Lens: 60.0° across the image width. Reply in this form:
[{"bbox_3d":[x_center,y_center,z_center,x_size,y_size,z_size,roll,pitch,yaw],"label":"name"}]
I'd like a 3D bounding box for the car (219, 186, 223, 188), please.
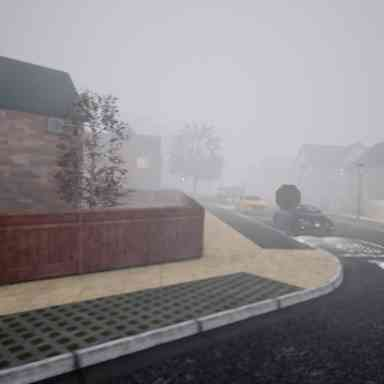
[{"bbox_3d":[5.671,0.034,59.558,2.150,2.045,5.566,2,1,-5],"label":"car"}]

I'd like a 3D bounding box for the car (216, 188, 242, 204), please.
[{"bbox_3d":[4.159,0.667,40.320,2.128,1.511,4.902,2,1,-4],"label":"car"}]

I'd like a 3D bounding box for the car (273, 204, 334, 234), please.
[{"bbox_3d":[5.829,1.342,17.781,1.994,1.385,4.181,2,1,-4],"label":"car"}]

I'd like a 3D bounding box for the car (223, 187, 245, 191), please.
[{"bbox_3d":[6.469,0.292,48.845,2.150,2.045,5.566,2,1,-4],"label":"car"}]

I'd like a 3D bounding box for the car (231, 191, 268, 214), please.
[{"bbox_3d":[5.039,0.968,28.368,1.882,1.535,5.008,2,1,-4],"label":"car"}]
